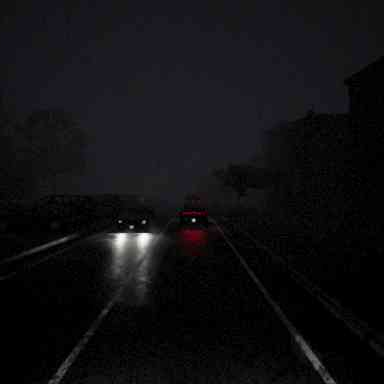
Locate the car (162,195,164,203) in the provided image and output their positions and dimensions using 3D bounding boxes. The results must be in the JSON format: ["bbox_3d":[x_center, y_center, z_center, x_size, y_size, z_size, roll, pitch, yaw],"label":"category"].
[{"bbox_3d":[-8.852,1.864,69.435,4.792,1.488,2.163,0,-1,0],"label":"car"}]

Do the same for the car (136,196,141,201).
[{"bbox_3d":[-8.839,1.549,38.604,4.892,1.521,2.231,0,0,0],"label":"car"}]

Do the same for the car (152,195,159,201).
[{"bbox_3d":[-8.862,1.712,58.226,5.008,1.535,2.097,0,-1,0],"label":"car"}]

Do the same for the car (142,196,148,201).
[{"bbox_3d":[-8.845,1.591,44.210,5.008,1.535,2.097,0,0,0],"label":"car"}]

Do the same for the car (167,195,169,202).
[{"bbox_3d":[-8.867,1.863,83.452,4.553,1.767,2.185,0,-1,0],"label":"car"}]

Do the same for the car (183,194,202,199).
[{"bbox_3d":[0.105,1.323,41.093,2.150,2.045,5.566,0,0,-1],"label":"car"}]

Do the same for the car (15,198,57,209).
[{"bbox_3d":[-21.904,1.642,46.863,4.792,1.488,2.163,0,0,0],"label":"car"}]

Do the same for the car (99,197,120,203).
[{"bbox_3d":[-21.990,2.048,88.670,4.892,1.521,2.231,0,-1,0],"label":"car"}]

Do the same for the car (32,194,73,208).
[{"bbox_3d":[-21.912,1.407,52.434,5.566,2.045,2.435,0,0,0],"label":"car"}]

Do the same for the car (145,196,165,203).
[{"bbox_3d":[-8.926,1.832,80.649,4.553,1.767,2.185,0,-1,0],"label":"car"}]

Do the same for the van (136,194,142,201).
[{"bbox_3d":[-8.963,1.344,41.408,4.442,1.987,1.878,0,0,0],"label":"van"}]

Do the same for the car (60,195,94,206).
[{"bbox_3d":[-21.925,1.518,63.451,5.566,2.045,2.435,0,-1,0],"label":"car"}]

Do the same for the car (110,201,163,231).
[{"bbox_3d":[-3.247,1.512,20.571,2.033,1.411,5.357,0,0,0],"label":"car"}]

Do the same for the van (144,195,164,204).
[{"bbox_3d":[-8.775,1.701,77.847,4.442,1.987,1.878,0,-1,0],"label":"van"}]

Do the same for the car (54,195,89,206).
[{"bbox_3d":[-21.921,1.488,60.789,5.566,2.045,2.435,0,-1,0],"label":"car"}]

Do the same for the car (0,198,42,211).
[{"bbox_3d":[-21.741,1.566,41.293,5.366,1.575,1.946,0,0,0],"label":"car"}]

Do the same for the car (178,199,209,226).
[{"bbox_3d":[0.103,1.476,22.805,1.837,1.490,4.892,0,0,0],"label":"car"}]

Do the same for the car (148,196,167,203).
[{"bbox_3d":[-8.870,1.894,86.256,4.553,1.767,2.185,0,-1,0],"label":"car"}]

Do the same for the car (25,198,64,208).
[{"bbox_3d":[-21.965,1.664,49.648,4.792,1.488,2.163,0,0,0],"label":"car"}]

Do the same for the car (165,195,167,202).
[{"bbox_3d":[-8.883,1.896,75.042,5.008,1.535,2.097,0,-1,0],"label":"car"}]

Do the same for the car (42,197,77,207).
[{"bbox_3d":[-21.938,1.684,55.218,5.008,1.535,2.097,0,-1,0],"label":"car"}]

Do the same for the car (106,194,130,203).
[{"bbox_3d":[-8.869,1.234,30.197,5.566,2.045,2.435,0,0,0],"label":"car"}]

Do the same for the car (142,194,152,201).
[{"bbox_3d":[-8.882,1.362,47.016,5.566,2.045,2.435,0,0,0],"label":"car"}]

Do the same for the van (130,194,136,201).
[{"bbox_3d":[-8.726,1.300,35.802,4.442,1.987,1.878,0,0,0],"label":"van"}]

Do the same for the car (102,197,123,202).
[{"bbox_3d":[-21.803,2.075,91.446,5.366,1.575,1.946,0,-1,0],"label":"car"}]

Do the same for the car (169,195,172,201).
[{"bbox_3d":[-8.877,1.799,89.060,5.566,2.045,2.435,0,-1,0],"label":"car"}]

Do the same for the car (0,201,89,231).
[{"bbox_3d":[-8.839,1.439,18.985,4.892,1.521,2.231,0,0,0],"label":"car"}]

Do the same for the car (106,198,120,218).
[{"bbox_3d":[-8.847,1.468,27.390,4.892,1.521,2.231,0,0,0],"label":"car"}]

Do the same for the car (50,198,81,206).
[{"bbox_3d":[-21.944,1.749,57.878,4.674,1.452,2.002,0,-1,0],"label":"car"}]

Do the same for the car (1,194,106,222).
[{"bbox_3d":[-8.872,1.193,21.787,5.566,2.045,2.435,0,0,0],"label":"car"}]

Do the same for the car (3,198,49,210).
[{"bbox_3d":[-21.924,1.591,44.079,5.008,1.535,2.097,0,0,0],"label":"car"}]
